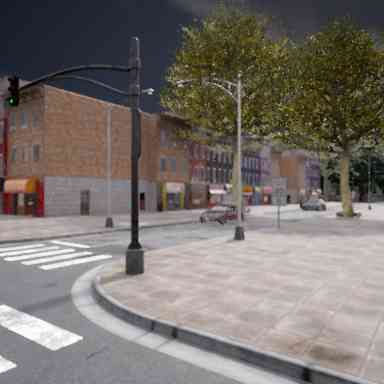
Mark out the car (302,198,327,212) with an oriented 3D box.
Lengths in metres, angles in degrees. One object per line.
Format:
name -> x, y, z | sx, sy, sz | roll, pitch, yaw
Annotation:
car -> 16.389, 1.663, 44.431 | 2.097, 1.767, 4.553 | 0, 0, 36

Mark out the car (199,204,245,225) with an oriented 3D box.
car -> 2.407, 1.631, 25.233 | 1.812, 1.442, 4.674 | 0, 0, 36
